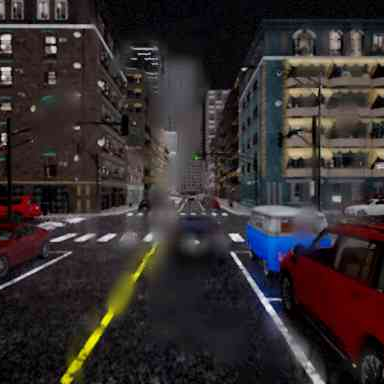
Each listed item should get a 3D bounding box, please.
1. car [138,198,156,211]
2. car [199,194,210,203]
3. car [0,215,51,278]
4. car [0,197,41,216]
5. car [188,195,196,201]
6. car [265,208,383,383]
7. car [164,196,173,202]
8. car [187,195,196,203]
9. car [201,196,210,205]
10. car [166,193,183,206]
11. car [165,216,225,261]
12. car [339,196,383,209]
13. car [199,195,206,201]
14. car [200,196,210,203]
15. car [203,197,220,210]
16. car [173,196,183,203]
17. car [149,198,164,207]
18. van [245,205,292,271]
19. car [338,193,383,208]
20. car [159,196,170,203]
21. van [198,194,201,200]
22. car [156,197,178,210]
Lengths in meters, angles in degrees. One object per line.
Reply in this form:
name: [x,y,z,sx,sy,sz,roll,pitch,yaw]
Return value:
car: [-5.718,1.601,42.410,1.947,1.339,4.313,0,0,0]
car: [2.654,1.601,58.972,1.887,1.381,4.507,0,0,0]
car: [-5.702,1.588,10.005,1.802,1.307,4.206,0,0,0]
car: [-15.181,1.427,26.835,5.566,2.045,2.150,-1,0,-1]
car: [-0.041,1.400,81.863,1.882,1.535,5.008,0,0,0]
car: [2.680,1.318,4.480,2.192,1.841,5.009,0,0,0]
car: [-5.737,1.670,81.075,1.802,1.307,4.206,0,0,0]
car: [-0.036,1.591,71.440,2.128,1.511,4.902,0,0,0]
car: [2.660,1.608,47.926,1.947,1.339,4.313,0,0,0]
car: [-3.081,1.277,57.817,2.150,2.045,5.566,0,0,0]
car: [0.179,1.572,12.382,1.994,1.385,4.181,0,0,3]
car: [14.839,1.297,26.967,4.674,1.442,1.812,-1,0,0]
car: [2.640,1.623,86.759,1.752,1.417,4.829,0,0,0]
car: [2.649,1.638,70.020,1.947,1.339,4.313,0,0,0]
car: [2.663,1.618,42.402,1.802,1.307,4.206,0,0,0]
car: [-3.039,1.664,73.374,1.895,1.301,4.718,0,0,0]
car: [-5.724,1.615,53.457,1.947,1.339,4.313,0,0,0]
van: [2.677,1.348,10.008,1.690,1.788,3.998,0,0,0]
car: [15.744,1.055,29.548,5.009,1.841,2.192,-1,1,0]
car: [-5.732,1.616,70.028,1.887,1.381,4.507,0,0,0]
van: [2.650,1.405,64.496,1.690,1.788,3.998,0,0,0]
car: [-3.110,1.636,42.377,1.895,1.301,4.718,0,0,0]
